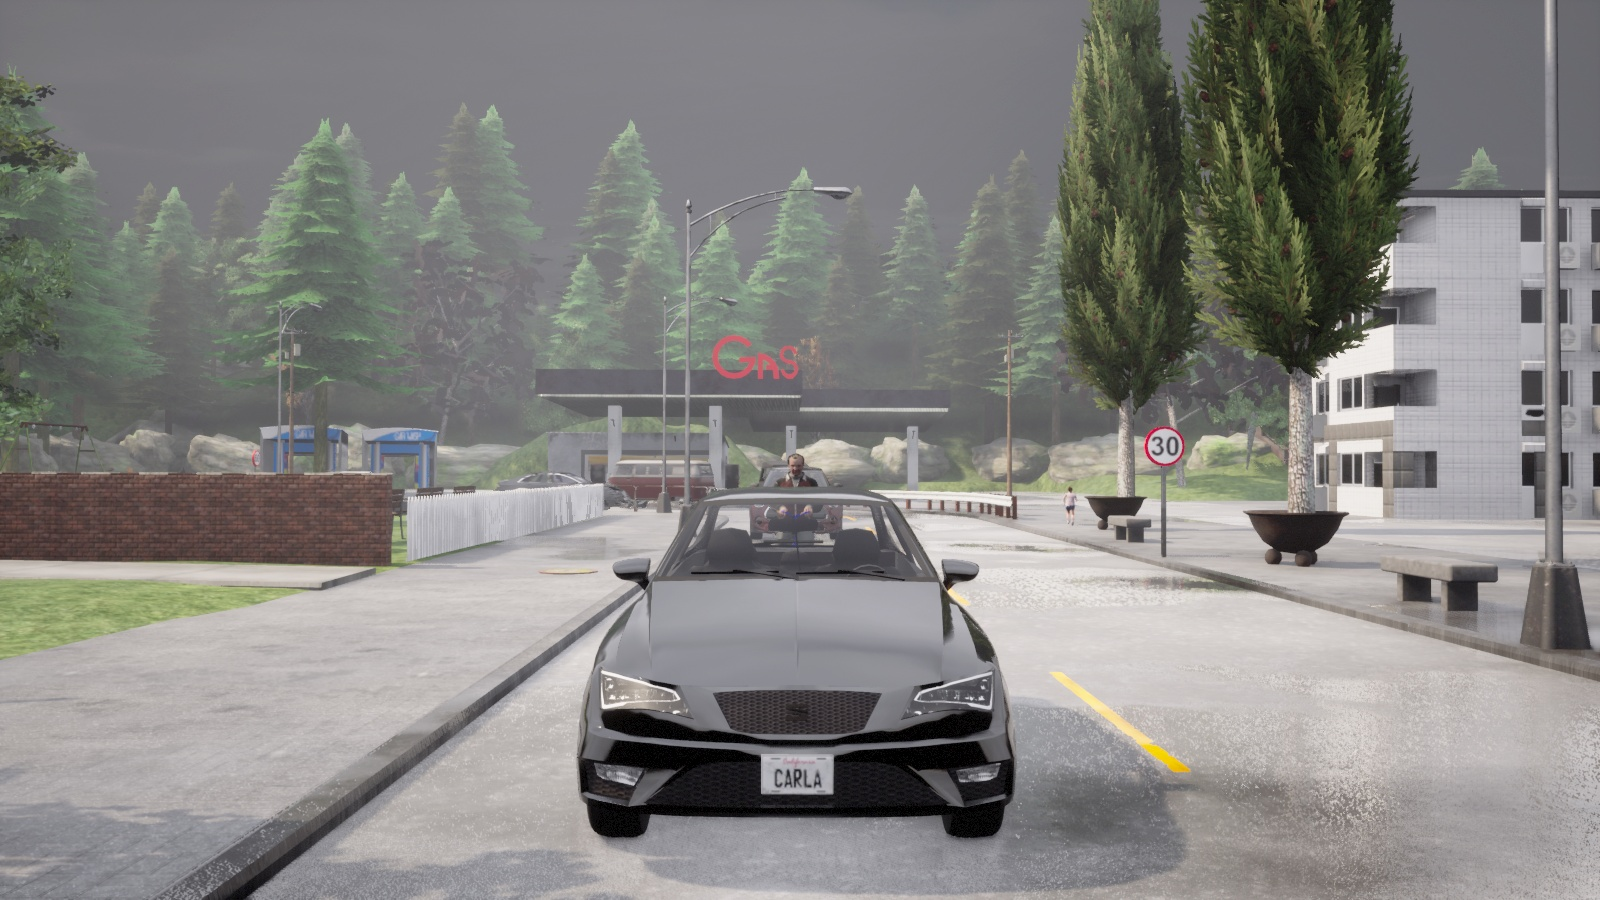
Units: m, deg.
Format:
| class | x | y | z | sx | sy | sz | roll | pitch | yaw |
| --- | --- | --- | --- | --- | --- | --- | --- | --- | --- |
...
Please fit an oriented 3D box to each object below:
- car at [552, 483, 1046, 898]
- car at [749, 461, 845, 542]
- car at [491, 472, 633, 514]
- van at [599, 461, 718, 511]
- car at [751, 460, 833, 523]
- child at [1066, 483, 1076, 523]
| class | x | y | z | sx | sy | sz | roll | pitch | yaw |
| --- | --- | --- | --- | --- | --- | --- | --- | --- | --- |
| car | -0.018 | 0.941 | 6.728 | 1.816 | 1.474 | 4.193 | 0 | -1 | 0 |
| car | -0.079 | 1.173 | 29.787 | 2.097 | 1.767 | 4.553 | 0 | -1 | 0 |
| car | -8.900 | 1.598 | 47.253 | 4.902 | 1.511 | 2.128 | 0 | -1 | 1 |
| van | -5.725 | 1.443 | 50.828 | 4.442 | 1.987 | 1.775 | -1 | -1 | 18 |
| car | -0.302 | 1.273 | 39.484 | 1.905 | 1.878 | 3.866 | 0 | -1 | -11 |
| child | 7.455 | 1.454 | 34.574 | 0.255 | 1.110 | 0.394 | 0 | -1 | 13 |
